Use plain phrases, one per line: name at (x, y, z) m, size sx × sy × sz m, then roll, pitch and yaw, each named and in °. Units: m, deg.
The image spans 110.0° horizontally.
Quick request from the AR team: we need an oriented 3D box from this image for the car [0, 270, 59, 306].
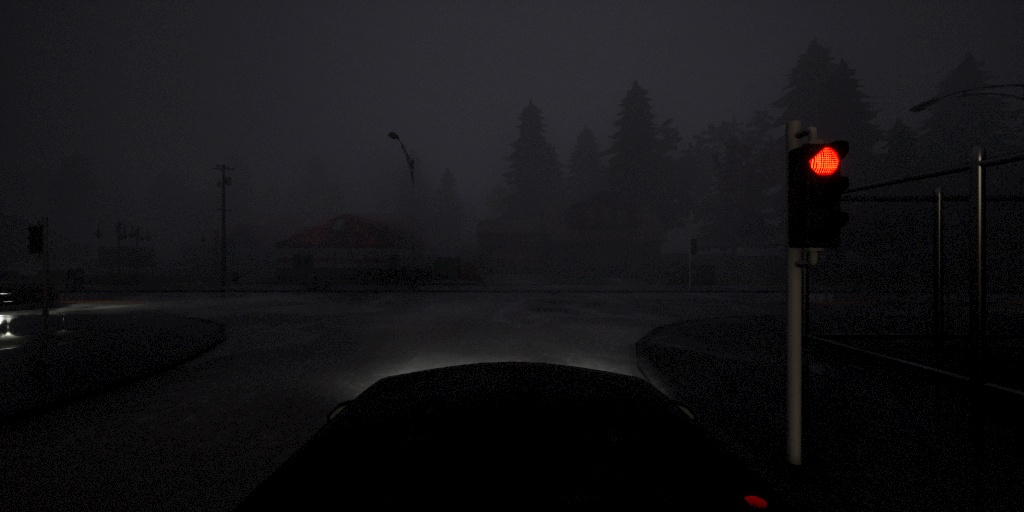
car at (-20.326, 1.227, 13.531) m, size 5.008 × 1.535 × 1.882 m, roll 0°, pitch 0°, yaw 0°
